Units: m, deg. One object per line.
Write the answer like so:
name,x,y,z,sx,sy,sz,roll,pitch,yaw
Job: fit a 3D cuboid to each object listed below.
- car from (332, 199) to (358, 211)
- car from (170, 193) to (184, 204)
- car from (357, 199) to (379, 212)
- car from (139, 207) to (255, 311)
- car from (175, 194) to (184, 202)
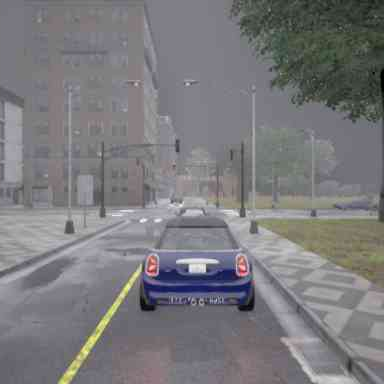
car,20.313,1.588,41.181,5.357,1.411,2.033,0,-1,0
car,-2.932,1.224,63.249,2.150,2.045,5.566,0,0,0
car,21.721,1.576,37.932,4.181,1.385,1.994,0,-1,0
car,0.093,1.343,7.884,2.097,1.767,4.553,0,0,0
car,-2.935,1.396,79.139,2.097,1.767,4.553,0,0,0
